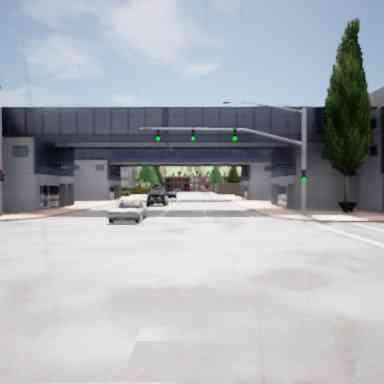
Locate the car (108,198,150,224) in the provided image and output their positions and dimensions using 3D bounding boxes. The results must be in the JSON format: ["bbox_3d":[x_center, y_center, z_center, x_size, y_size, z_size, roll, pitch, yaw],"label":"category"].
[{"bbox_3d":[-4.137,1.273,21.837,1.895,1.301,4.718,0,1,-1],"label":"car"}]

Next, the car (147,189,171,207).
[{"bbox_3d":[-4.063,0.626,39.783,2.150,2.045,5.566,0,1,0],"label":"car"}]

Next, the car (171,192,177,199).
[{"bbox_3d":[-3.874,0.641,64.371,1.895,1.301,4.718,0,1,0],"label":"car"}]
